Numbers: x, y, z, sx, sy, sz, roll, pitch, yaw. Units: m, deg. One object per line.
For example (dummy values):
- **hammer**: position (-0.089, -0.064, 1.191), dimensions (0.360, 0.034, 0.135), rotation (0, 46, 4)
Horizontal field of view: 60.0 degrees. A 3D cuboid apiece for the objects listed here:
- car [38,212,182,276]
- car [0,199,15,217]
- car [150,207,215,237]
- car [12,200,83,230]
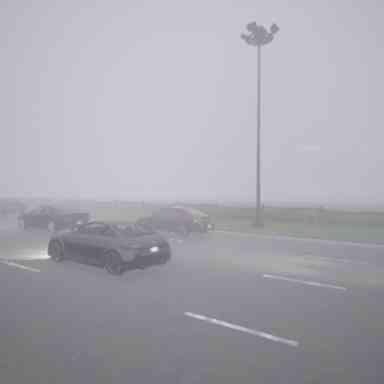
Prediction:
- **car**: position (-2.645, 1.541, 10.364), dimensions (4.181, 1.385, 1.994), rotation (0, 0, 37)
- **car**: position (-16.637, 1.363, 29.535), dimensions (4.902, 1.511, 2.128), rotation (0, 0, 37)
- **car**: position (-0.968, 1.508, 17.846), dimensions (4.674, 1.442, 1.812), rotation (0, 0, 37)
- **car**: position (-7.742, 1.415, 18.534), dimensions (5.008, 1.535, 1.882), rotation (0, 0, 37)
